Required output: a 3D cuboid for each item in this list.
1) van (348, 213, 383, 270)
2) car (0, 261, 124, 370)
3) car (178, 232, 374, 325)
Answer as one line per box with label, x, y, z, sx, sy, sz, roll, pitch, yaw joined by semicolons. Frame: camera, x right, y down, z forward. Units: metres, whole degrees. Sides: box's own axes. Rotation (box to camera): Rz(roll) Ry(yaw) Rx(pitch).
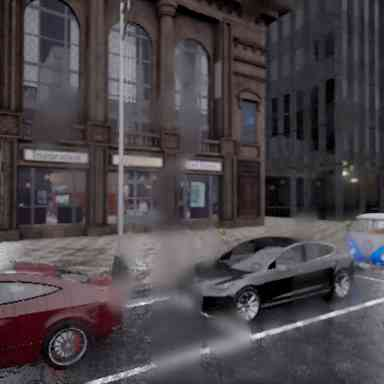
van;6.549;1.533;10.297;3.998;1.788;1.690;1;-1;-32
car;-3.007;1.651;4.383;4.206;1.307;1.802;1;-1;-32
car;1.771;1.696;7.338;4.313;1.339;1.947;1;-1;-32
